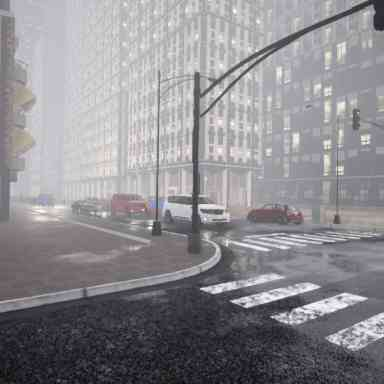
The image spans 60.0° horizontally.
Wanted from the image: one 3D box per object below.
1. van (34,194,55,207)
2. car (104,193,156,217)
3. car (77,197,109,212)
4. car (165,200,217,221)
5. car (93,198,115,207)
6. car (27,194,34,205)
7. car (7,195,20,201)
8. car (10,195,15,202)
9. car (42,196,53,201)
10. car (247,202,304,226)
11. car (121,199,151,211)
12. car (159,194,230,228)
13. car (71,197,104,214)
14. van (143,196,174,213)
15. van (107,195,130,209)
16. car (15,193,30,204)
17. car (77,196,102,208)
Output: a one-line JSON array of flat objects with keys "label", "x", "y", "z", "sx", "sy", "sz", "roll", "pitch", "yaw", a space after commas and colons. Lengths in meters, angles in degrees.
[{"label": "van", "x": -20.512, "y": 1.197, "z": 46.815, "sx": 1.690, "sy": 1.788, "sz": 3.998, "roll": 1, "pitch": -1, "yaw": -35}, {"label": "car", "x": -5.686, "y": 1.155, "z": 30.310, "sx": 2.150, "sy": 2.045, "sz": 5.566, "roll": 1, "pitch": -1, "yaw": -35}, {"label": "car", "x": -11.535, "y": 1.412, "z": 38.605, "sx": 2.128, "sy": 1.511, "sz": 4.902, "roll": 1, "pitch": -1, "yaw": -35}, {"label": "car", "x": -0.221, "y": 1.481, "z": 28.063, "sx": 1.882, "sy": 1.535, "sz": 5.008, "roll": 1, "pitch": -1, "yaw": -35}, {"label": "car", "x": -13.672, "y": 1.586, "z": 51.645, "sx": 1.947, "sy": 1.339, "sz": 4.313, "roll": 1, "pitch": -1, "yaw": -35}, {"label": "car", "x": -23.774, "y": 1.432, "z": 51.427, "sx": 1.802, "sy": 1.307, "sz": 4.206, "roll": 1, "pitch": -1, "yaw": -35}, {"label": "car", "x": -40.062, "y": 1.377, "z": 74.500, "sx": 2.008, "sy": 1.369, "sz": 4.403, "roll": 1, "pitch": -1, "yaw": -35}, {"label": "car", "x": -36.805, "y": 1.396, "z": 69.886, "sx": 1.947, "sy": 1.339, "sz": 4.313, "roll": 1, "pitch": -1, "yaw": -35}, {"label": "car", "x": -36.476, "y": 1.570, "z": 83.946, "sx": 1.802, "sy": 1.307, "sz": 4.206, "roll": 1, "pitch": -1, "yaw": -35}, {"label": "car", "x": 5.878, "y": 1.505, "z": 23.960, "sx": 1.967, "sy": 1.590, "sz": 4.097, "roll": 1, "pitch": -1, "yaw": -35}, {"label": "car", "x": -7.156, "y": 1.584, "z": 42.416, "sx": 2.008, "sy": 1.369, "sz": 4.403, "roll": 1, "pitch": -1, "yaw": -35}, {"label": "car", "x": 0.092, "y": 1.170, "z": 22.122, "sx": 2.150, "sy": 2.045, "sz": 5.566, "roll": 1, "pitch": -1, "yaw": -35}, {"label": "car", "x": -10.743, "y": 1.427, "z": 32.970, "sx": 2.008, "sy": 1.369, "sz": 4.403, "roll": 1, "pitch": -1, "yaw": -35}, {"label": "van", "x": -3.894, "y": 1.382, "z": 37.804, "sx": 1.690, "sy": 1.788, "sz": 3.998, "roll": 1, "pitch": -1, "yaw": -35}, {"label": "van", "x": -10.409, "y": 1.368, "z": 47.033, "sx": 1.690, "sy": 1.788, "sz": 3.998, "roll": 1, "pitch": -1, "yaw": -35}, {"label": "car", "x": -30.285, "y": 1.155, "z": 60.659, "sx": 2.192, "sy": 1.841, "sz": 5.009, "roll": 1, "pitch": -1, "yaw": -35}, {"label": "car", "x": -15.174, "y": 1.462, "z": 49.214, "sx": 2.128, "sy": 1.511, "sz": 4.902, "roll": 1, "pitch": -1, "yaw": -35}]
